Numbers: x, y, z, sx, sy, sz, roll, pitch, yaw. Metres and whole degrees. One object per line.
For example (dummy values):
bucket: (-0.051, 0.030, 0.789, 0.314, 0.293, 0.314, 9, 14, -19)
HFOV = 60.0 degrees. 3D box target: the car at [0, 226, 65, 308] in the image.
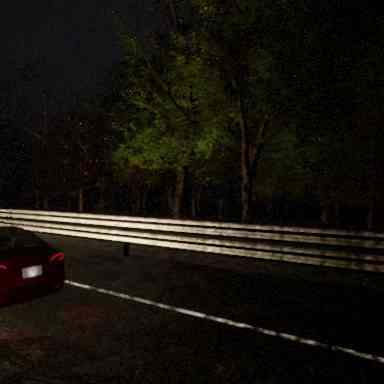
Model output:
car: (-4.834, 1.491, 7.371, 4.792, 1.488, 2.163, 0, 0, 34)
